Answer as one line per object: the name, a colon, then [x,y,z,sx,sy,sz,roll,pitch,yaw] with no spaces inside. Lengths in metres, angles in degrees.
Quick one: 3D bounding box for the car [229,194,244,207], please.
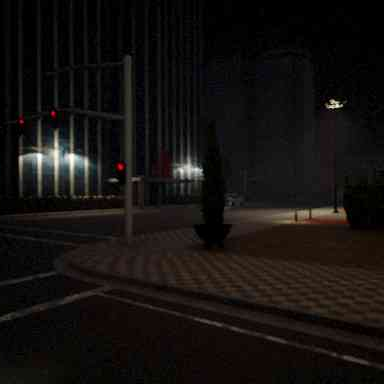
car: [7.165,1.449,58.387,2.150,2.045,5.566,-1,0,35]
